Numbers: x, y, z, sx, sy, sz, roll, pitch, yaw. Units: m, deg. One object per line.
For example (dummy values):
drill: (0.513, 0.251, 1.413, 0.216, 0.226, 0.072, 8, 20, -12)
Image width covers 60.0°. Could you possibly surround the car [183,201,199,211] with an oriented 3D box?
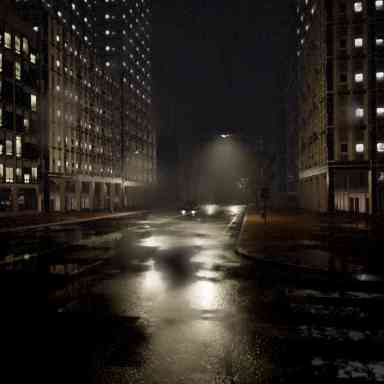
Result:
car: (-0.136, 2.204, 54.493, 1.882, 1.535, 5.008, -1, -1, 10)
